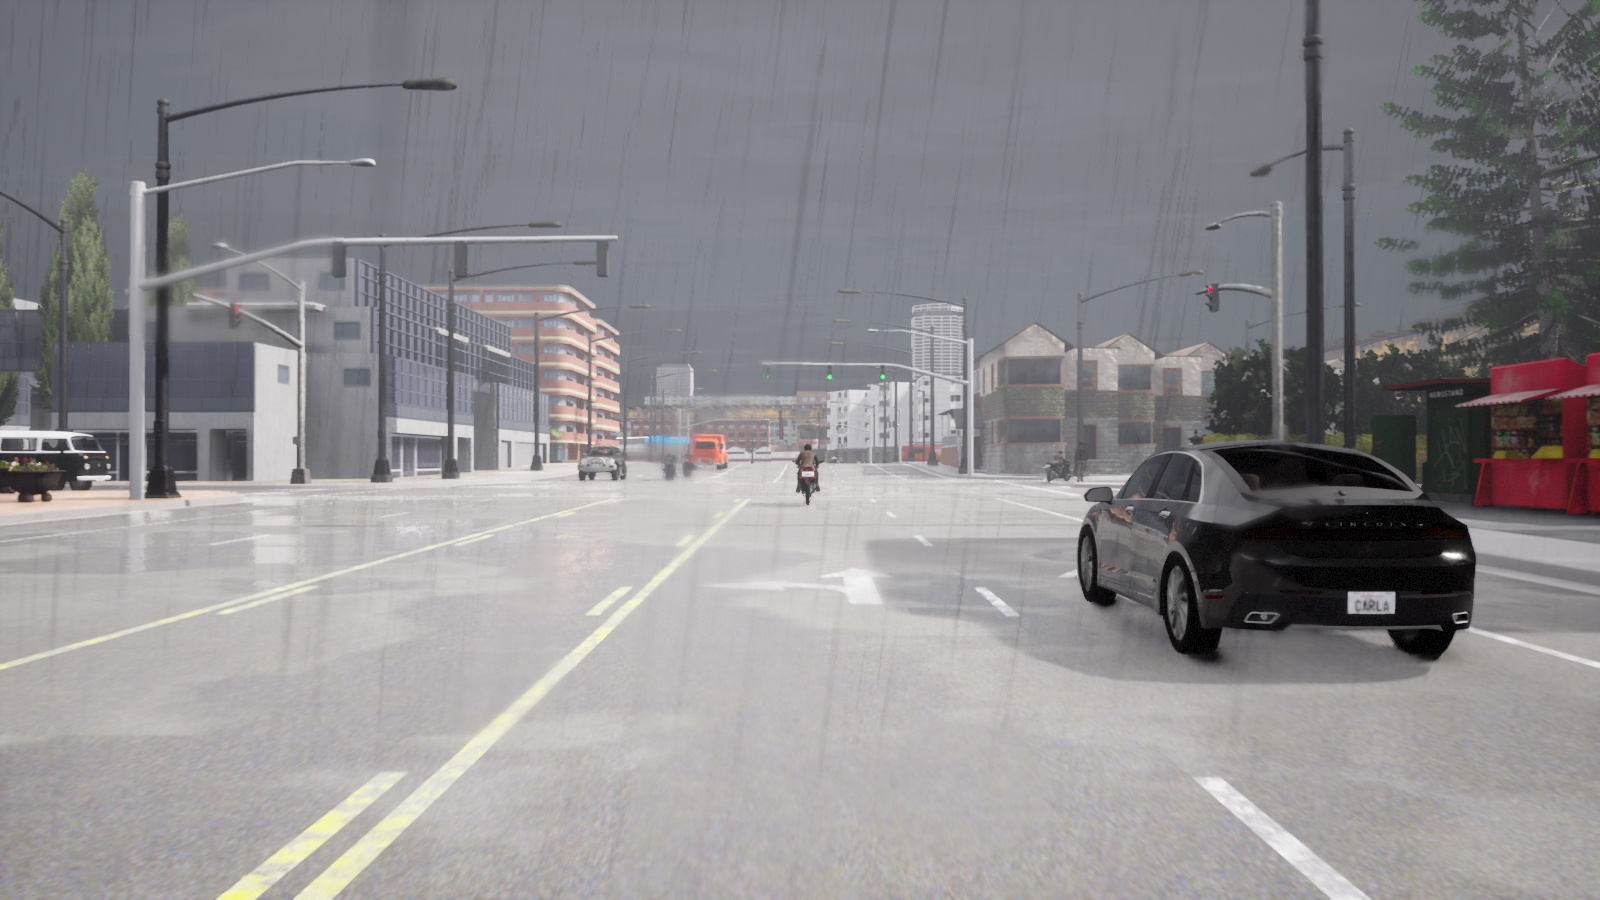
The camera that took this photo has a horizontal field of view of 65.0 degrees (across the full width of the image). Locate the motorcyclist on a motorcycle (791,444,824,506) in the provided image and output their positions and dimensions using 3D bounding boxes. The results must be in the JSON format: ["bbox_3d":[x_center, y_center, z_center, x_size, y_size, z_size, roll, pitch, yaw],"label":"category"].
[{"bbox_3d":[0.197,0.607,31.487,0.797,1.523,2.044,0,0,0],"label":"motorcyclist on a motorcycle"}]

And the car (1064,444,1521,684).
[{"bbox_3d":[3.575,0.698,10.259,1.837,1.490,4.892,0,0,0],"label":"car"}]

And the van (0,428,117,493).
[{"bbox_3d":[-24.707,0.343,40.284,4.480,2.038,2.069,0,-1,1],"label":"van"}]

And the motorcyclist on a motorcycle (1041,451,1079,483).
[{"bbox_3d":[12.578,0.814,60.683,2.044,1.523,0.797,1,-1,-44],"label":"motorcyclist on a motorcycle"}]

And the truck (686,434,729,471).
[{"bbox_3d":[-6.473,0.139,88.458,2.627,2.467,5.204,0,1,0],"label":"truck"}]

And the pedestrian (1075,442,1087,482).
[{"bbox_3d":[12.848,0.559,57.411,0.431,1.840,0.703,0,-1,6],"label":"pedestrian"}]

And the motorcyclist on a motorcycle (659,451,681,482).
[{"bbox_3d":[-6.616,0.839,63.963,0.866,1.530,2.191,0,0,0],"label":"motorcyclist on a motorcycle"}]

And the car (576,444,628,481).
[{"bbox_3d":[-10.116,0.622,64.440,1.932,1.855,4.605,0,0,0],"label":"car"}]
